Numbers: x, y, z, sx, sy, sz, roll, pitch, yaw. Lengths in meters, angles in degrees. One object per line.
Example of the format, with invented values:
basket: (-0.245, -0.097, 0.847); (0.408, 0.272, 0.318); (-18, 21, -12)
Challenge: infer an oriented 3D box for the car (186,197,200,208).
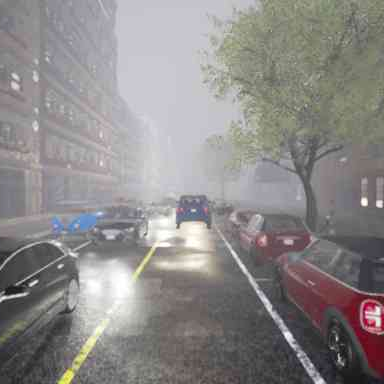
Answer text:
car: (0.097, 1.415, 45.678); (1.812, 1.442, 4.674); (0, 0, 0)

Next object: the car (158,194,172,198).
car: (-3.003, 1.410, 43.731); (1.837, 1.490, 4.892); (0, 0, 0)

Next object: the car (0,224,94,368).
car: (-3.089, 1.491, 4.730); (1.837, 1.490, 4.892); (0, 0, 0)

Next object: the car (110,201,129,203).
car: (-5.692, 1.518, 22.614); (1.802, 1.307, 4.206); (0, 0, 0)

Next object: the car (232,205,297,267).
car: (2.689, 1.406, 11.218); (1.967, 1.590, 4.097); (0, 0, 0)

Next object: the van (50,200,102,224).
van: (-5.692, 1.291, 16.916); (1.690, 1.788, 3.998); (0, 0, 0)

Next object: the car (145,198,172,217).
car: (-3.009, 1.519, 30.162); (1.895, 1.301, 4.718); (0, 0, 0)

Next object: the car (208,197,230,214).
car: (2.689, 1.350, 34.006); (1.967, 1.590, 4.097); (0, 0, 0)

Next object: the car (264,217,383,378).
car: (2.689, 1.423, 5.522); (1.967, 1.590, 4.097); (0, 0, 0)

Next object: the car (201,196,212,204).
car: (2.689, 1.412, 62.490); (2.008, 1.369, 4.403); (0, 0, 0)

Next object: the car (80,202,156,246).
car: (-3.085, 1.447, 15.094); (2.128, 1.511, 4.902); (0, 0, 0)

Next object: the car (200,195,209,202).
car: (2.689, 1.393, 73.882); (1.887, 1.381, 4.507); (0, 0, 0)

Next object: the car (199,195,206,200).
car: (2.689, 1.422, 85.275); (1.802, 1.307, 4.206); (0, 0, 0)

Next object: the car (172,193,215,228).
car: (0.100, 1.158, 21.731); (2.150, 2.045, 5.566); (0, 0, 0)

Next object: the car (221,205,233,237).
car: (2.689, 1.532, 16.916); (1.802, 1.307, 4.206); (0, 0, 0)

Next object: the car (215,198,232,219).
car: (2.689, 1.473, 28.309); (2.008, 1.369, 4.403); (0, 0, 0)

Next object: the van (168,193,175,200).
van: (-5.693, 1.179, 90.976); (1.690, 1.788, 3.998); (0, 0, 0)

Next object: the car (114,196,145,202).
car: (-5.692, 1.237, 28.310); (2.192, 1.841, 5.009); (0, 0, 0)
